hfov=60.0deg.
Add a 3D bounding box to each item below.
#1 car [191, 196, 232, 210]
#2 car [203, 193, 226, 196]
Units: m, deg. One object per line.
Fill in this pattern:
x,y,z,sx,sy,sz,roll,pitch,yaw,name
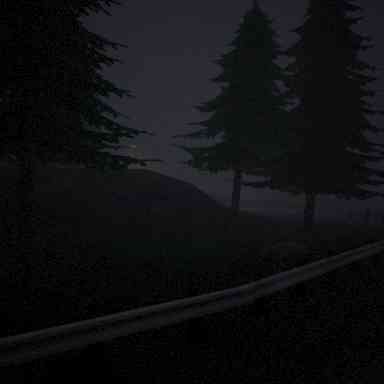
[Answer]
2.768,1.564,47.711,4.718,1.301,1.895,0,0,34,car
4.064,1.181,51.065,5.566,2.045,2.150,0,0,34,car
